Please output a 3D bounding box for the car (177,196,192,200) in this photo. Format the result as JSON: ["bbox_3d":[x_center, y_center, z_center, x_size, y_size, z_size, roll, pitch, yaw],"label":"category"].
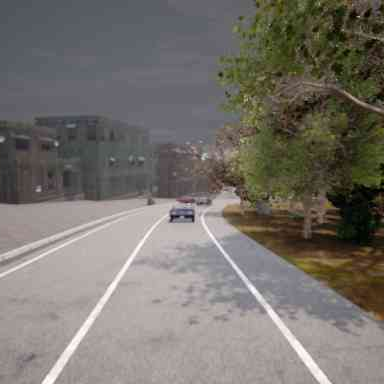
[{"bbox_3d":[-0.943,1.328,51.871,1.895,1.301,4.718,1,1,14],"label":"car"}]

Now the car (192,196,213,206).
[{"bbox_3d":[1.911,1.337,49.957,2.033,1.411,5.357,1,0,11],"label":"car"}]

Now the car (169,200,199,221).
[{"bbox_3d":[-0.659,1.525,26.141,1.895,1.301,4.718,0,0,1],"label":"car"}]
